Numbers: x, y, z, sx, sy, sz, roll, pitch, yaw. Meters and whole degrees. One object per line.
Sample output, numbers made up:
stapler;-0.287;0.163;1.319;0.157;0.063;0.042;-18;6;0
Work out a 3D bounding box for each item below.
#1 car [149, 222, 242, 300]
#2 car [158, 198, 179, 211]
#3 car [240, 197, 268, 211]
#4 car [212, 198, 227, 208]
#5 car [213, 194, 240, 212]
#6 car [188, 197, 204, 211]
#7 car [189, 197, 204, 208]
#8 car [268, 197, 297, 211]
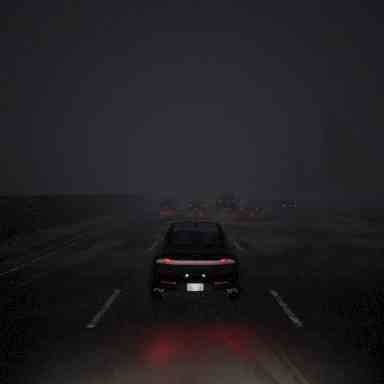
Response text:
car;0.089;1.492;8.379;2.128;1.511;4.902;0;0;1
car;-3.008;1.505;40.700;1.837;1.490;4.892;0;0;1
car;7.491;1.601;40.599;1.895;1.301;4.718;0;0;1
car;4.101;1.601;49.395;1.895;1.301;4.718;0;0;1
car;3.981;1.221;39.809;2.150;2.045;5.566;0;0;1
car;0.487;1.601;40.269;1.895;1.301;4.718;0;0;1
car;0.601;1.492;49.409;2.128;1.511;4.902;0;0;1
car;10.980;1.547;39.692;2.033;1.411;5.357;0;0;1
